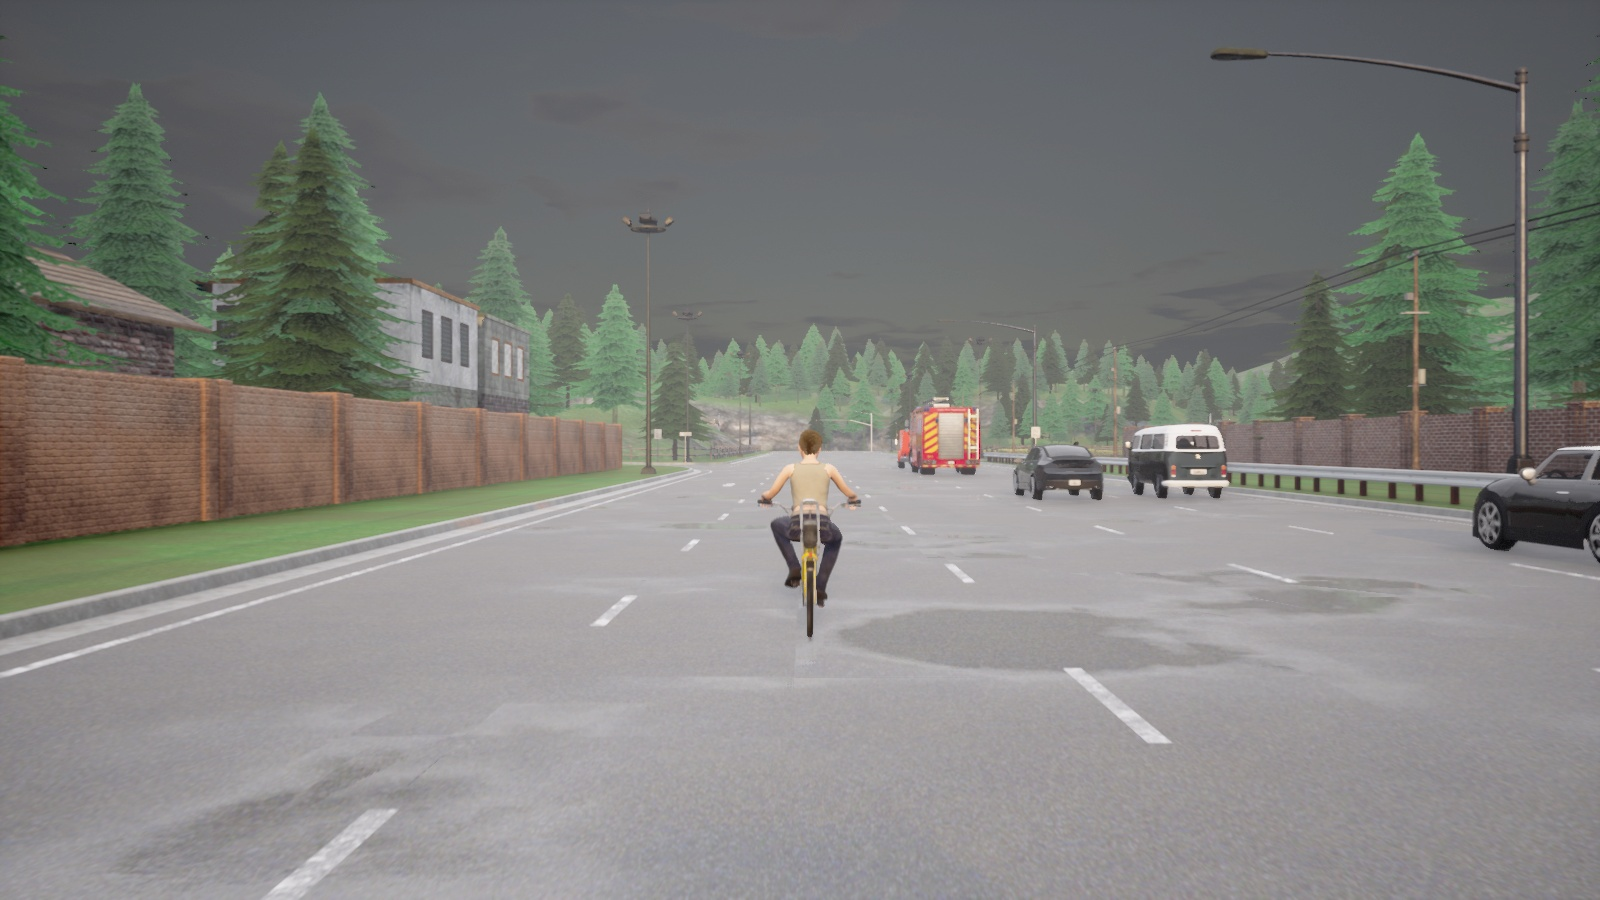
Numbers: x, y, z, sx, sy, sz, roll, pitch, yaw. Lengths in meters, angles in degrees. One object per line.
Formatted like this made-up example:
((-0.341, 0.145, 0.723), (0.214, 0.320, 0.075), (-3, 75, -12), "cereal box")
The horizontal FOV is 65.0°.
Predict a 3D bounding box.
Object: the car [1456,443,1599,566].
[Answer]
((10.608, 0.653, 16.523), (1.970, 1.475, 3.806), (0, 0, 0), "car")

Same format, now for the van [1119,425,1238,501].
((10.718, 0.331, 35.920), (2.069, 2.038, 4.480), (0, 0, 0), "van")

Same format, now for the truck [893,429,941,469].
((7.471, -0.067, 80.741), (2.627, 2.467, 5.204), (0, 0, 0), "truck")

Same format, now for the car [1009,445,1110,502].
((7.215, 0.612, 35.383), (1.837, 1.490, 4.892), (0, 0, 0), "car")

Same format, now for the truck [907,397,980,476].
((7.386, -0.682, 65.555), (2.891, 3.827, 8.468), (0, 0, 0), "truck")

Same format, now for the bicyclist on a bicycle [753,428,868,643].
((0.078, 0.641, 10.195), (0.866, 1.612, 1.509), (0, 0, 0), "bicyclist on a bicycle")
